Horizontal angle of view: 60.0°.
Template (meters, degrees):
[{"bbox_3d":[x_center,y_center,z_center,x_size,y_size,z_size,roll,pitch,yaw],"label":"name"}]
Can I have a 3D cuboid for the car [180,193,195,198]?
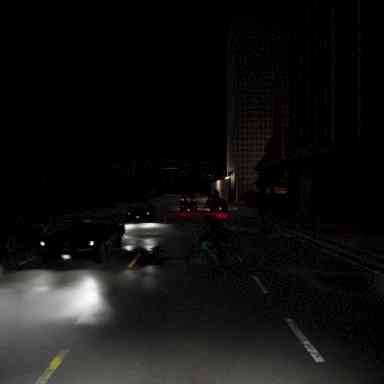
[{"bbox_3d":[-0.504,1.221,47.502,2.150,2.045,5.566,0,0,-1],"label":"car"}]

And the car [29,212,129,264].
[{"bbox_3d":[-3.740,1.600,12.030,1.895,1.301,4.718,0,0,-1],"label":"car"}]

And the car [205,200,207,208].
[{"bbox_3d":[2.932,1.526,47.978,1.812,1.442,4.674,0,0,0],"label":"car"}]

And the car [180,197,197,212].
[{"bbox_3d":[-0.374,1.601,37.737,1.895,1.301,4.718,0,0,-1],"label":"car"}]

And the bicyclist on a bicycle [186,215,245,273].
[{"bbox_3d":[0.638,1.454,9.290,1.656,1.620,0.582,-2,0,-1],"label":"bicyclist on a bicycle"}]

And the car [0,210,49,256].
[{"bbox_3d":[-7.245,1.491,13.156,2.128,1.511,4.902,0,0,-1],"label":"car"}]

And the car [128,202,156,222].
[{"bbox_3d":[-3.905,1.525,26.103,1.812,1.442,4.674,0,0,-1],"label":"car"}]

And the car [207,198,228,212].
[{"bbox_3d":[3.089,1.505,38.726,1.837,1.490,4.892,0,0,0],"label":"car"}]
